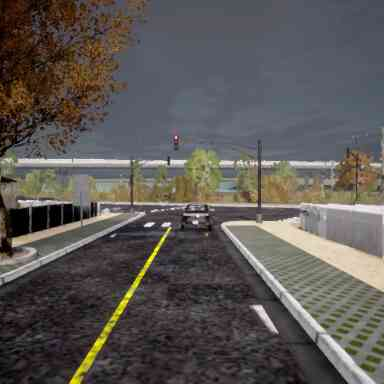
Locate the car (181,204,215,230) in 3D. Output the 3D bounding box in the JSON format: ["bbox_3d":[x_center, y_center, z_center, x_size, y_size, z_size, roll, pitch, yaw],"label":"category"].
[{"bbox_3d":[0.402,1.486,21.113,2.128,1.511,4.902,0,0,5],"label":"car"}]

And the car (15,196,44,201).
[{"bbox_3d":[-26.491,1.828,53.472,5.008,1.535,1.882,-1,2,36],"label":"car"}]

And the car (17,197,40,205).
[{"bbox_3d":[-32.437,1.740,65.925,4.902,1.511,2.128,-1,2,36],"label":"car"}]

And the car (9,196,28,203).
[{"bbox_3d":[-38.963,1.585,74.674,4.892,1.490,1.837,-1,2,36],"label":"car"}]

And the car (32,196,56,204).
[{"bbox_3d":[-30.525,1.625,68.548,4.902,1.511,2.128,-1,2,36],"label":"car"}]

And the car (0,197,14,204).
[{"bbox_3d":[-40.871,1.734,72.047,5.357,1.411,2.033,-1,2,36],"label":"car"}]

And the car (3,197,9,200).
[{"bbox_3d":[-37.785,1.482,65.777,4.553,1.767,2.097,-1,2,36],"label":"car"}]

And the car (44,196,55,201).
[{"bbox_3d":[-24.513,1.717,56.061,5.008,1.535,1.882,-1,1,36],"label":"car"}]
